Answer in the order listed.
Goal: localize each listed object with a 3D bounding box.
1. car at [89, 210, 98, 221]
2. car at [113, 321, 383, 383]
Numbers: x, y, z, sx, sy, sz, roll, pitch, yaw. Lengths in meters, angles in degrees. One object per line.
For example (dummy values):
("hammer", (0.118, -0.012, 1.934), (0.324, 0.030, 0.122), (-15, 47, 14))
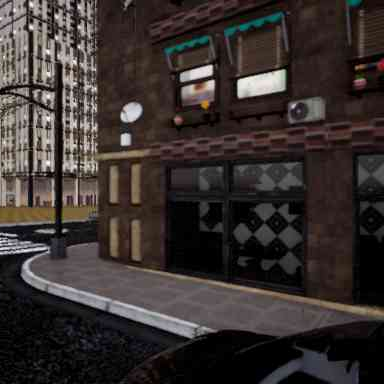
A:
("car", (-6.654, 1.735, 28.149), (2.008, 1.369, 4.403), (-1, -1, 35))
("car", (1.274, 1.566, 1.975), (4.313, 1.339, 1.947), (1, 0, 36))
